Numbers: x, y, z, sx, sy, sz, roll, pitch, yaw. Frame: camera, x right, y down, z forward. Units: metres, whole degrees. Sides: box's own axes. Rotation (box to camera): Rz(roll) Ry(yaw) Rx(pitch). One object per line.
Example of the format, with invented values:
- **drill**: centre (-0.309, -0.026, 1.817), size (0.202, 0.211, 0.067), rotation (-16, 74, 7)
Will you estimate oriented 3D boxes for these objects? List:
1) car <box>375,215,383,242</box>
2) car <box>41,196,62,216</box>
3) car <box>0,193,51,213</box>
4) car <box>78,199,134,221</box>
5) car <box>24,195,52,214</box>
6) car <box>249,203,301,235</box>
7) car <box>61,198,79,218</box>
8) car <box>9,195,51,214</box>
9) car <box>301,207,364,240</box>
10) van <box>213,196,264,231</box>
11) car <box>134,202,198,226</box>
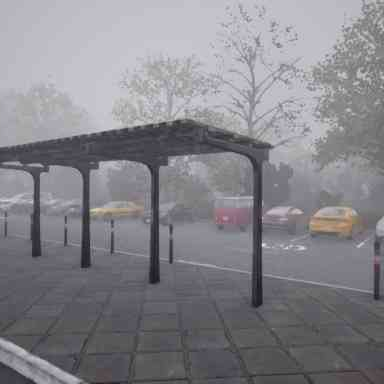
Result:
- **car**: centre (9.867, 1.556, 15.681), size (2.002, 1.452, 4.674), rotation (0, 0, 35)
- **car**: centre (-10.499, 1.390, 30.145), size (2.231, 1.521, 4.892), rotation (0, 0, 35)
- **car**: centre (-17.309, 1.096, 34.935), size (2.435, 2.045, 5.566), rotation (0, 0, 35)
- **car**: centre (-6.084, 1.414, 26.776), size (1.946, 1.575, 5.366), rotation (0, 0, 35)
- **car**: centre (-12.763, 1.375, 31.750), size (2.097, 1.535, 5.008), rotation (0, 0, 35)
- **car**: centre (5.338, 1.527, 18.893), size (2.002, 1.452, 4.674), rotation (0, 0, 35)
- **car**: centre (-8.223, 1.433, 28.557), size (2.163, 1.488, 4.792), rotation (0, 0, 35)
- **car**: centre (-15.027, 1.361, 33.357), size (2.097, 1.535, 5.008), rotation (0, 0, 35)
- **car**: centre (7.603, 1.501, 17.284), size (2.097, 1.535, 5.008), rotation (0, 0, 35)
- **van**: centre (3.146, 1.247, 20.596), size (1.878, 1.987, 4.442), rotation (0, 0, 35)
- **car**: centre (-1.465, 1.475, 23.690), size (2.163, 1.488, 4.792), rotation (0, 0, 35)
